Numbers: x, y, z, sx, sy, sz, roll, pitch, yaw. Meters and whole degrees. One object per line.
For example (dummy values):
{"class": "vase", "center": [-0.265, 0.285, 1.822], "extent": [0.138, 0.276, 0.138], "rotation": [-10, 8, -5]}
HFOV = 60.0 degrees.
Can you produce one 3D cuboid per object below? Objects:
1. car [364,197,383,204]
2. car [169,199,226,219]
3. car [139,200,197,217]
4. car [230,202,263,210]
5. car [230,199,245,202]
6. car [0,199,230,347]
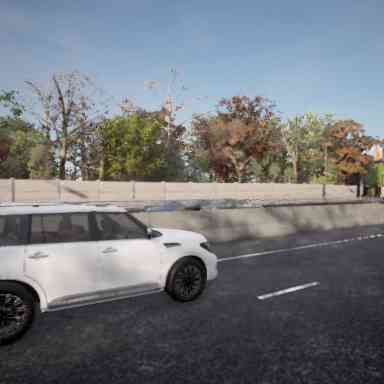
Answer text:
{"class": "car", "center": [30.926, 1.597, 56.047], "extent": [4.181, 1.385, 1.994], "rotation": [0, 0, -35]}
{"class": "car", "center": [0.569, 1.481, 30.189], "extent": [5.008, 1.535, 1.882], "rotation": [0, 0, -35]}
{"class": "car", "center": [-2.316, 1.550, 32.433], "extent": [5.357, 1.411, 2.033], "rotation": [0, 0, -35]}
{"class": "car", "center": [3.869, 1.604, 23.947], "extent": [4.718, 1.301, 1.895], "rotation": [0, 0, -35]}
{"class": "car", "center": [2.736, 1.355, 27.435], "extent": [4.553, 1.767, 2.097], "rotation": [0, 0, -35]}
{"class": "car", "center": [-2.108, 1.221, 6.542], "extent": [5.566, 2.045, 2.150], "rotation": [0, 0, -35]}
